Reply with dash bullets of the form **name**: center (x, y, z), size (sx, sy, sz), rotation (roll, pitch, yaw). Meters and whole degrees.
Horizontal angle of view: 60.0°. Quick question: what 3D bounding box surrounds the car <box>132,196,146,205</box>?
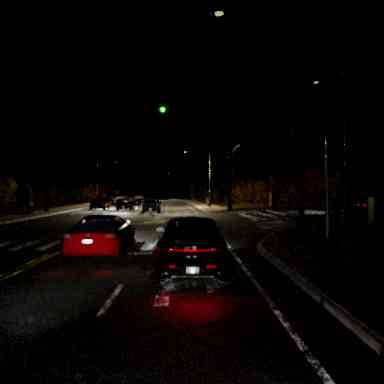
- **car**: center (-9.417, 1.435, 59.119), size (2.128, 1.511, 4.902), rotation (0, 0, -5)

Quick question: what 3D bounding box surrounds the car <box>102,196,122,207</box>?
- **car**: center (-11.945, 1.432, 50.088), size (2.128, 1.511, 4.902), rotation (0, 0, -4)

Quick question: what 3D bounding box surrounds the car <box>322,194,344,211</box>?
- **car**: center (12.635, 0.643, 25.999), size (4.674, 1.442, 1.812), rotation (-3, 0, -1)

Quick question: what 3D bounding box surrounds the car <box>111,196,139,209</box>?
- **car**: center (-7.996, 1.430, 40.265), size (2.128, 1.511, 4.902), rotation (0, 0, -4)

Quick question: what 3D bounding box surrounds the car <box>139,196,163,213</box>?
- **car**: center (-4.233, 1.466, 35.152), size (1.812, 1.442, 4.674), rotation (0, 0, -3)

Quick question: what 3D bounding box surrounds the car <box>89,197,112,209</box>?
- **car**: center (-11.301, 1.465, 40.987), size (1.812, 1.442, 4.674), rotation (0, 0, -4)

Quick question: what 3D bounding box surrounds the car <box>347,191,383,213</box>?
- **car**: center (12.287, 0.687, 19.406), size (5.357, 1.411, 2.033), rotation (-3, 0, 2)

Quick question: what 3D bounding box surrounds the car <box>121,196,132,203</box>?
- **car**: center (-13.844, 1.554, 70.096), size (1.895, 1.301, 4.718), rotation (0, 0, -7)

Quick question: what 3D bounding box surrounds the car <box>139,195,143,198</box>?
- **car**: center (-8.621, 1.504, 49.130), size (1.994, 1.385, 4.181), rotation (0, 0, -4)

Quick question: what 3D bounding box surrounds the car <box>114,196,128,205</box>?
- **car**: center (-12.751, 1.509, 59.830), size (1.994, 1.385, 4.181), rotation (0, 0, -6)

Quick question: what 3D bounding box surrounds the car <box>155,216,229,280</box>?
- **car**: center (-0.024, 1.481, 9.863), size (1.837, 1.490, 4.892), rotation (0, 0, -1)

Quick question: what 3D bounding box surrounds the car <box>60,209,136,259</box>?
- **car**: center (-3.333, 1.531, 12.531), size (1.994, 1.385, 4.181), rotation (0, 0, -1)

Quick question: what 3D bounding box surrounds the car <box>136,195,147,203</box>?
- **car**: center (-10.482, 1.481, 69.278), size (2.128, 1.511, 4.902), rotation (0, 0, -6)
